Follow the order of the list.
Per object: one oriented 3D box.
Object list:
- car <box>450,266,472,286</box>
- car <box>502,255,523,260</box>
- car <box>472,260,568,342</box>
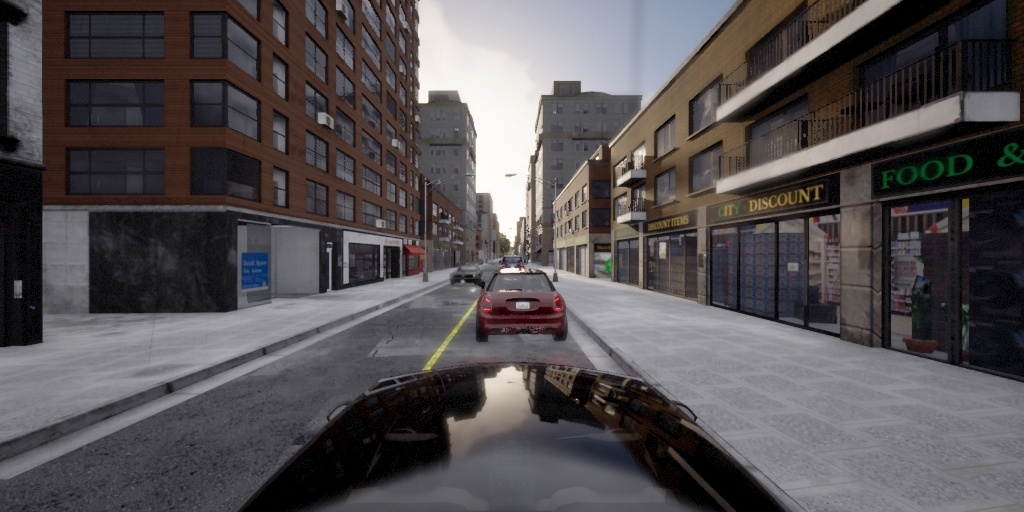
[{"bbox_3d":[-3.150,1.352,25.251,1.895,1.301,4.718,0,0,0],"label":"car"},{"bbox_3d":[0.038,0.976,31.104,2.150,2.045,5.566,0,0,0],"label":"car"},{"bbox_3d":[0.115,1.102,9.958,2.097,1.767,4.553,0,0,-3],"label":"car"}]
